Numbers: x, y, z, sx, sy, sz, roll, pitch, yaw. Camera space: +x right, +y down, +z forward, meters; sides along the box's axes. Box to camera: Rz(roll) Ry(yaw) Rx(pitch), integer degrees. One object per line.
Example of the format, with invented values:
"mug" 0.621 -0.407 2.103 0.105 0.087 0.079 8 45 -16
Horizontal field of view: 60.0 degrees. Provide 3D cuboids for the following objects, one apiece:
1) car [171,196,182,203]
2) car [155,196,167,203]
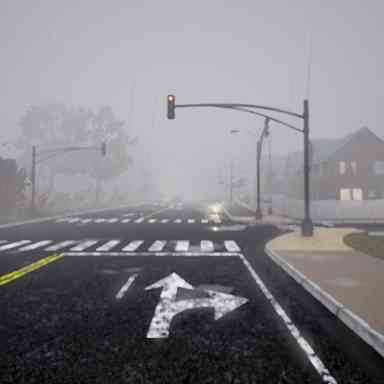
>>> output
"car" -3.091 1.529 68.275 1.812 1.442 4.674 0 0 5
"car" -6.326 1.490 68.593 1.882 1.535 5.008 0 0 5
